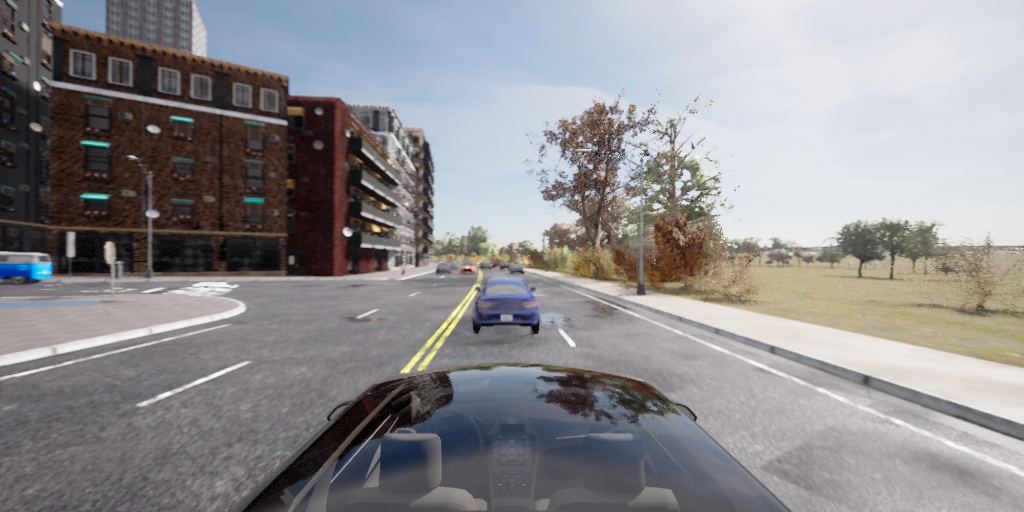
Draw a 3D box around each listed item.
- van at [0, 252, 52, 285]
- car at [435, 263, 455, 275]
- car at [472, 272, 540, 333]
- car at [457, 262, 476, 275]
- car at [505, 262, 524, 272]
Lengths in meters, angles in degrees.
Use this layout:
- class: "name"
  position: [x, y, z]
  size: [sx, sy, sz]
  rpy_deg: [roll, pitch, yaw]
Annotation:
- class: "van"
  position: [-28.344, 0.653, 19.561]
  size: [3.998, 1.789, 1.690]
  rpy_deg: [0, 0, -31]
- class: "car"
  position: [-9.157, 1.705, 48.239]
  size: [1.837, 1.490, 4.892]
  rpy_deg: [0, -1, -5]
- class: "car"
  position: [-0.202, 1.378, 11.089]
  size: [1.812, 1.442, 4.674]
  rpy_deg: [0, -1, -2]
- class: "car"
  position: [-5.919, 1.572, 48.524]
  size: [2.097, 1.767, 4.553]
  rpy_deg: [0, -1, -5]
- class: "car"
  position: [0.561, 1.833, 50.983]
  size: [2.033, 1.411, 5.357]
  rpy_deg: [0, -1, -5]
